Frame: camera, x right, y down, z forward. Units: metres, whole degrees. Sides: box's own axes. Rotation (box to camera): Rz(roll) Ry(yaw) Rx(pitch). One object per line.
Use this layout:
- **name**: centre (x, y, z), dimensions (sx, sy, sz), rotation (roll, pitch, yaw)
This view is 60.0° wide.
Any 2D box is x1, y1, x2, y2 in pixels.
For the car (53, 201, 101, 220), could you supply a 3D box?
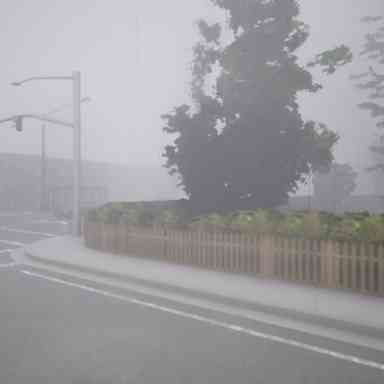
- **car**: centre (-9.570, 1.538, 28.590), dimensions (1.812, 1.442, 4.674), rotation (0, 0, 34)

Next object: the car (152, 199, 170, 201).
- **car**: centre (-3.575, 1.502, 37.103), dimensions (2.128, 1.511, 4.902), rotation (0, 0, 35)
